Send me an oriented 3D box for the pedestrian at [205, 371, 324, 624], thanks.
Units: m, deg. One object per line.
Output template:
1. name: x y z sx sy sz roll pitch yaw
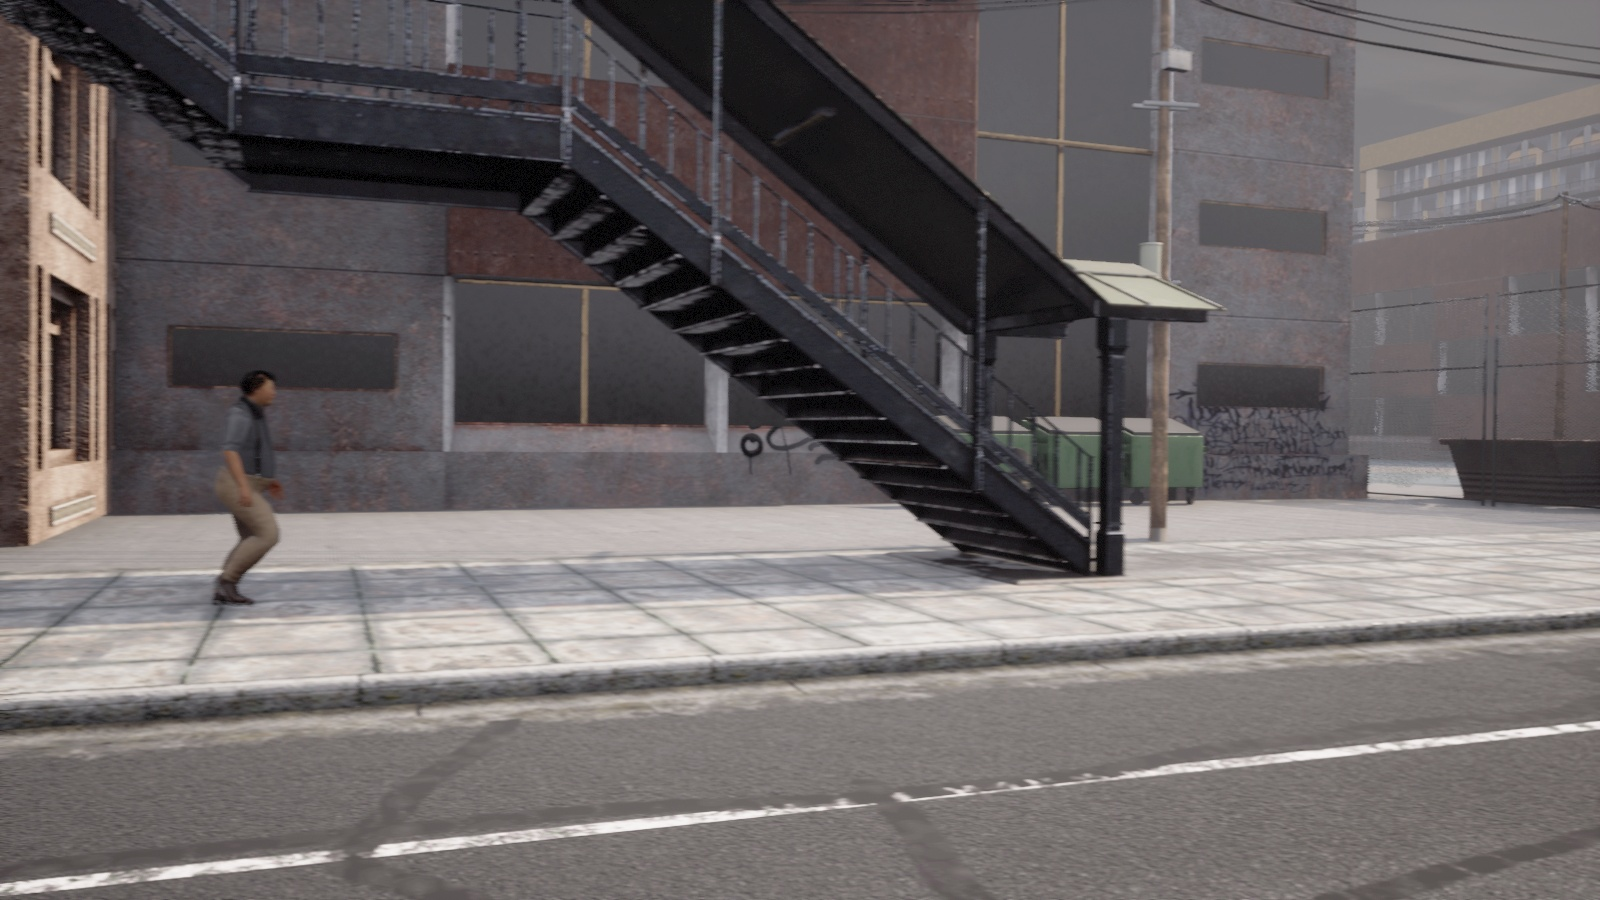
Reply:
1. pedestrian: -4.037 0.344 9.500 0.694 1.848 0.540 -1 1 -10
